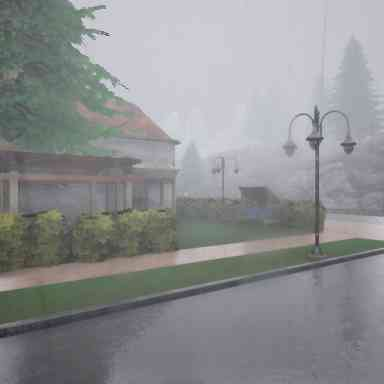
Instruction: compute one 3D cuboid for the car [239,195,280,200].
[{"bbox_3d":[6.691,1.061,31.640,2.150,2.045,5.566,0,0,-33],"label":"car"}]
